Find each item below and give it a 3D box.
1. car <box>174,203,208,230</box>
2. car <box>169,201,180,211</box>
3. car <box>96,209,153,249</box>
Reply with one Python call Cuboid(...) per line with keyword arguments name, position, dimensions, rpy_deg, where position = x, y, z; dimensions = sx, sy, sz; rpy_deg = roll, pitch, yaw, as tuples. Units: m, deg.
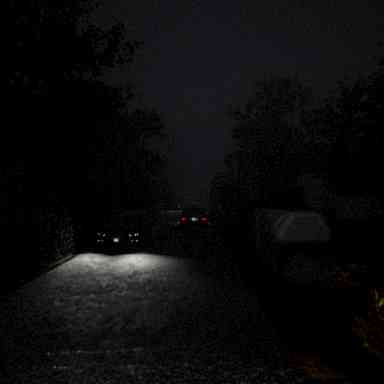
Cuboid(name="car", position=(0.112, 1.699, 22.387), dimensions=(2.033, 1.411, 5.357), rpy_deg=(0, -1, 0))
Cuboid(name="car", position=(-2.660, 2.332, 55.239), dimensions=(1.837, 1.490, 4.892), rpy_deg=(0, -2, 1))
Cuboid(name="car", position=(-2.848, 1.578, 14.924), dimensions=(1.837, 1.490, 4.892), rpy_deg=(0, 0, 0))
